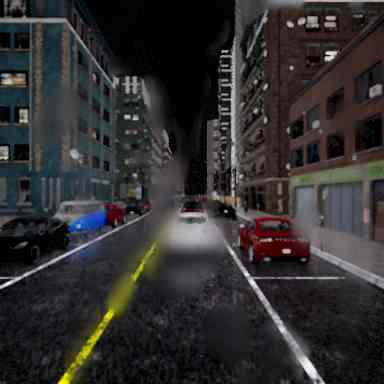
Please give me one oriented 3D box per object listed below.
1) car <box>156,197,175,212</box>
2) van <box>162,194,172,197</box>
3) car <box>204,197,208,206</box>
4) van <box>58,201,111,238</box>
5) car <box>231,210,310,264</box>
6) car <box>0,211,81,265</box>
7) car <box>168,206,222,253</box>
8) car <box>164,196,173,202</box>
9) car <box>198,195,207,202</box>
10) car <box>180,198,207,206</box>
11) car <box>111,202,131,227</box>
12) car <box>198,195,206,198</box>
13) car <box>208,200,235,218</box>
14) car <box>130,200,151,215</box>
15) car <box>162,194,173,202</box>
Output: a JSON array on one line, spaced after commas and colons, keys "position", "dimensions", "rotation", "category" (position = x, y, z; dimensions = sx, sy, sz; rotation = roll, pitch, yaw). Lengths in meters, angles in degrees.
[{"position": [-3.078, 1.585, 39.605], "dimensions": [1.994, 1.385, 4.181], "rotation": [0, 0, 0], "category": "car"}, {"position": [-5.731, 1.394, 71.710], "dimensions": [1.690, 1.788, 3.998], "rotation": [0, 0, 0], "category": "van"}, {"position": [2.670, 1.587, 39.309], "dimensions": [1.947, 1.339, 4.313], "rotation": [0, 0, 0], "category": "car"}, {"position": [-5.694, 1.348, 17.222], "dimensions": [1.690, 1.788, 3.998], "rotation": [0, 0, 0], "category": "van"}, {"position": [2.689, 1.550, 11.691], "dimensions": [1.887, 1.381, 4.507], "rotation": [0, 0, 0], "category": "car"}, {"position": [-5.692, 1.570, 11.698], "dimensions": [1.947, 1.339, 4.313], "rotation": [0, 0, 0], "category": "car"}, {"position": [0.042, 1.531, 13.659], "dimensions": [1.812, 1.442, 4.674], "rotation": [0, 0, 0], "category": "car"}, {"position": [-5.740, 1.611, 82.766], "dimensions": [1.887, 1.381, 4.507], "rotation": [0, 0, 0], "category": "car"}, {"position": [2.641, 1.507, 82.770], "dimensions": [1.967, 1.590, 4.097], "rotation": [0, 0, 0], "category": "car"}, {"position": [0.027, 1.519, 27.946], "dimensions": [1.837, 1.490, 4.892], "rotation": [0, 0, 0], "category": "car"}, {"position": [-5.699, 1.554, 22.745], "dimensions": [1.887, 1.381, 4.507], "rotation": [0, 0, 0], "category": "car"}, {"position": [2.648, 1.635, 71.714], "dimensions": [1.802, 1.307, 4.206], "rotation": [0, 0, 0], "category": "car"}, {"position": [2.678, 1.579, 28.262], "dimensions": [1.947, 1.339, 4.313], "rotation": [0, 0, 0], "category": "car"}, {"position": [-5.707, 1.582, 33.792], "dimensions": [1.947, 1.339, 4.313], "rotation": [0, 0, 0], "category": "car"}, {"position": [-5.735, 1.374, 77.238], "dimensions": [2.192, 1.841, 5.009], "rotation": [0, 0, 0], "category": "car"}]
